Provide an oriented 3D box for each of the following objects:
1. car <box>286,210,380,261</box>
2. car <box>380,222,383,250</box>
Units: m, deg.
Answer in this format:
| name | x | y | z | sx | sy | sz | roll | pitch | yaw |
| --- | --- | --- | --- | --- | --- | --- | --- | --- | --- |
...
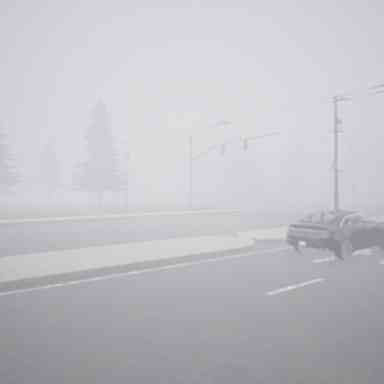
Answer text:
| name | x | y | z | sx | sy | sz | roll | pitch | yaw |
| --- | --- | --- | --- | --- | --- | --- | --- | --- | --- |
| car | 5.501 | 1.426 | 12.085 | 4.902 | 1.511 | 2.128 | 0 | 0 | -36 |
| car | 7.196 | 1.497 | 8.982 | 4.181 | 1.385 | 1.994 | 0 | 0 | -35 |
